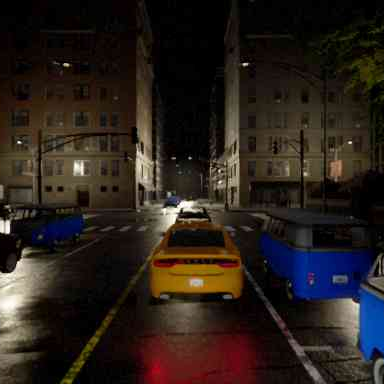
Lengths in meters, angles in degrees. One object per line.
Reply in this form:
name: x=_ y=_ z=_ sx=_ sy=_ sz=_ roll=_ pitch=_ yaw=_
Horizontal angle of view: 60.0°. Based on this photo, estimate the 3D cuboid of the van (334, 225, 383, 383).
van: x=2.679 y=1.344 z=2.231 sx=1.690 sy=1.788 sz=3.998 roll=0 pitch=0 yaw=0

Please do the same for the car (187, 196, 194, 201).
car: x=-0.336 y=1.686 z=89.143 sx=1.895 sy=1.301 sz=4.718 roll=0 pitch=0 yaw=-1

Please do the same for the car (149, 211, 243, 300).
car: x=0.111 y=1.487 z=8.475 sx=1.882 sy=1.535 sz=5.008 roll=0 pitch=0 yaw=1

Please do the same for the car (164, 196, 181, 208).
car: x=-3.063 y=1.519 z=48.852 sx=1.882 sy=1.535 sz=5.008 roll=0 pitch=0 yaw=0

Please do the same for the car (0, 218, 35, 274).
car: x=-5.824 y=1.553 z=7.914 sx=1.887 sy=1.381 sz=4.507 roll=0 pitch=0 yaw=0

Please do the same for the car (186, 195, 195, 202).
car: x=-0.247 y=1.431 z=79.363 sx=2.097 sy=1.767 sz=4.553 roll=0 pitch=0 yaw=-1

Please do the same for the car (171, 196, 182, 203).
car: x=-3.159 y=1.602 z=69.625 sx=2.033 sy=1.411 sz=5.357 roll=0 pitch=0 yaw=-1

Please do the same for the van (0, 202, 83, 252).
van: x=-5.800 y=1.354 z=13.575 sx=1.690 sy=1.788 sz=3.998 roll=0 pitch=0 yaw=0

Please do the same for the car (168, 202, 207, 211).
car: x=0.070 y=1.507 z=17.895 sx=2.128 sy=1.511 sz=4.902 roll=0 pitch=0 yaw=0

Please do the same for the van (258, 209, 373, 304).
van: x=2.702 y=1.349 z=7.889 sx=1.690 sy=1.788 sz=3.998 roll=0 pitch=0 yaw=0
